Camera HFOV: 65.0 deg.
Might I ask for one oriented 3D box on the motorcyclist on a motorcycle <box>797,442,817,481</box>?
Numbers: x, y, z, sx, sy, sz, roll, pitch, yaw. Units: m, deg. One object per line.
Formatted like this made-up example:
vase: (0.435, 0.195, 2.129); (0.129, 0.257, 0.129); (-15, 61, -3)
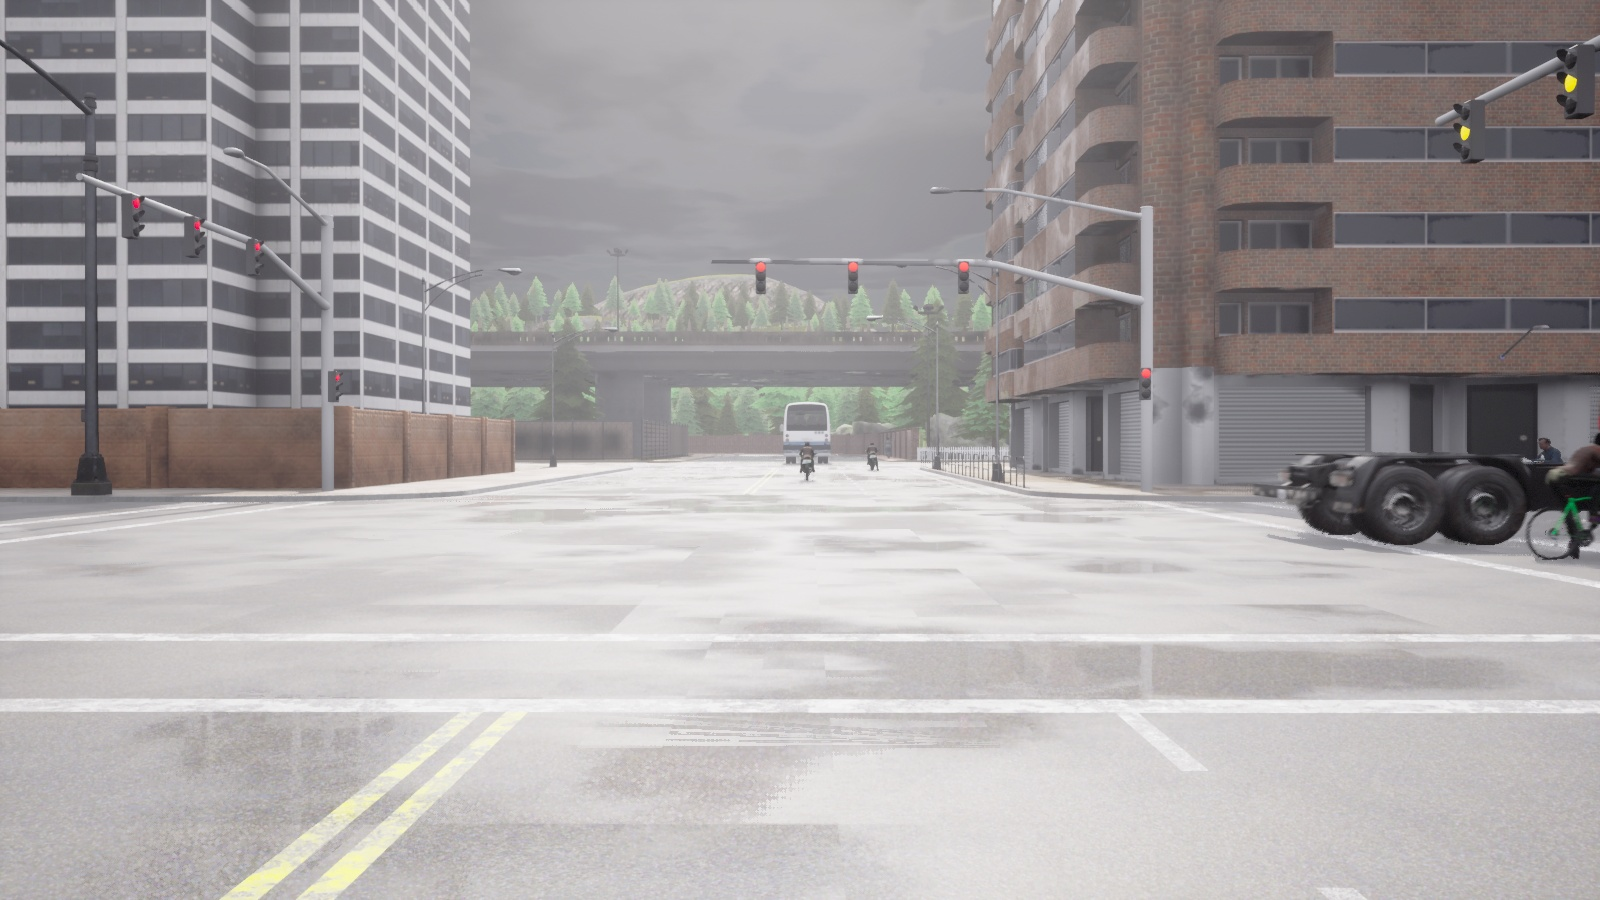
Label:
motorcyclist on a motorcycle: (0.285, 0.448, 49.836); (0.797, 1.523, 2.044); (0, 0, 0)

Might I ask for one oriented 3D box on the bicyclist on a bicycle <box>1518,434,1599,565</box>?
bicyclist on a bicycle: (10.069, 0.618, 15.862); (1.656, 1.620, 0.582); (0, 0, 1)

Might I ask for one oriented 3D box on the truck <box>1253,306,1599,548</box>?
truck: (11.473, -0.335, 19.342); (7.936, 3.462, 2.891); (0, 0, 1)

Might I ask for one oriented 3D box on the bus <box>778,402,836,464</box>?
bus: (0.510, -1.175, 91.641); (3.944, 4.253, 10.273); (0, 0, 0)
